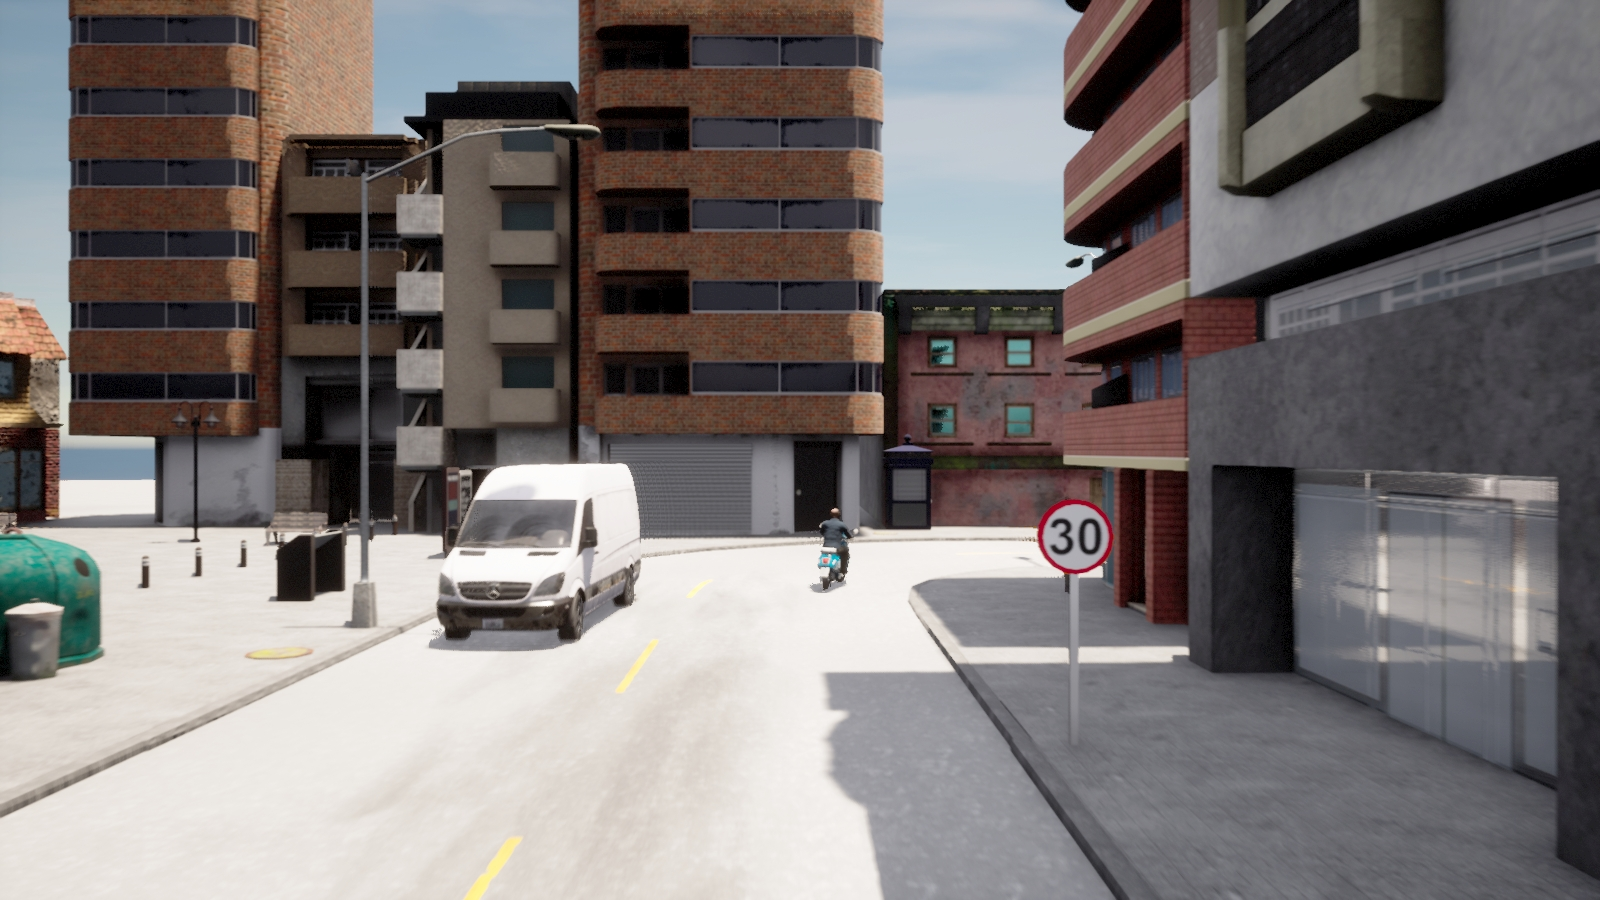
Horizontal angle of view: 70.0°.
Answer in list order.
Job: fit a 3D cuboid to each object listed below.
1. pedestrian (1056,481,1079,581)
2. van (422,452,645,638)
[{"bbox_3d":[5.055,1.524,21.582,0.375,1.860,0.375,0,0,19],"label":"pedestrian"},{"bbox_3d":[-4.098,1.314,18.792,1.988,2.561,5.915,0,0,3],"label":"van"}]
